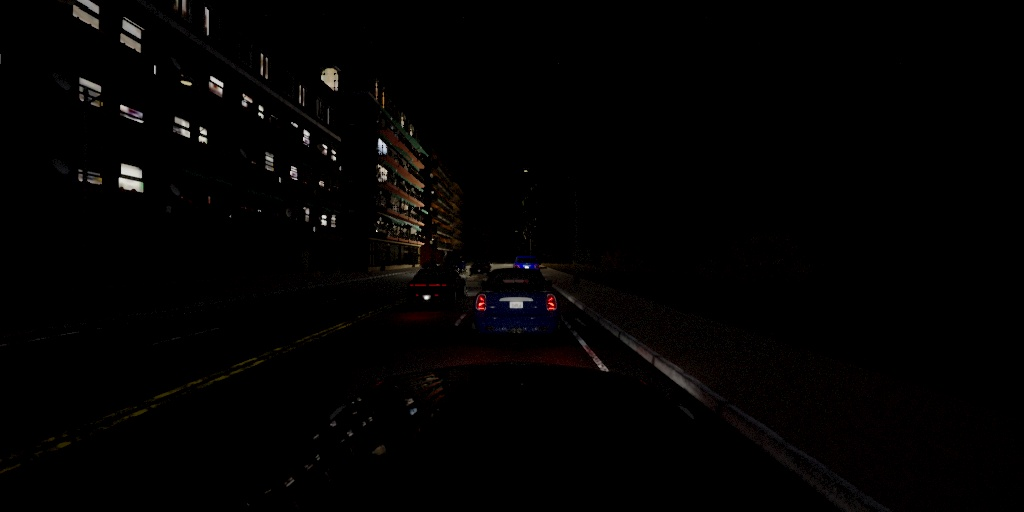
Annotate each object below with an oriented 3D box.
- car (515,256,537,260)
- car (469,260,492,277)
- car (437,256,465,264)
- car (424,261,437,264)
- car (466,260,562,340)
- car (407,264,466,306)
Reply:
[{"bbox_3d":[1.145,0.979,30.037,2.150,2.045,5.566,0,0,0],"label":"car"},{"bbox_3d":[-3.141,1.231,36.846,1.882,1.535,5.008,0,0,0],"label":"car"},{"bbox_3d":[-6.590,0.975,40.789,2.150,2.045,5.566,0,0,0],"label":"car"},{"bbox_3d":[-9.838,1.317,44.193,1.994,1.385,4.181,0,0,0],"label":"car"},{"bbox_3d":[0.100,1.103,10.083,2.097,1.767,4.553,0,0,0],"label":"car"},{"bbox_3d":[-3.148,1.257,15.652,1.837,1.490,4.892,0,0,0],"label":"car"}]
